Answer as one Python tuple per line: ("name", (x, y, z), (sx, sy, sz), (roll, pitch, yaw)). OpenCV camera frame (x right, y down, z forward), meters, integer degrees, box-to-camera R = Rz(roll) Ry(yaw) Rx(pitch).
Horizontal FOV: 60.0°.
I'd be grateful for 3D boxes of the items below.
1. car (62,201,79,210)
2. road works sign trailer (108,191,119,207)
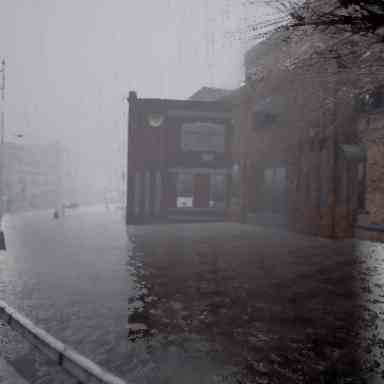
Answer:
("car", (-20.610, 2.210, 55.839), (2.033, 1.411, 5.357), (1, -1, 1))
("road works sign trailer", (-16.942, 1.491, 72.245), (2.380, 3.560, 2.880), (1, -1, 1))
